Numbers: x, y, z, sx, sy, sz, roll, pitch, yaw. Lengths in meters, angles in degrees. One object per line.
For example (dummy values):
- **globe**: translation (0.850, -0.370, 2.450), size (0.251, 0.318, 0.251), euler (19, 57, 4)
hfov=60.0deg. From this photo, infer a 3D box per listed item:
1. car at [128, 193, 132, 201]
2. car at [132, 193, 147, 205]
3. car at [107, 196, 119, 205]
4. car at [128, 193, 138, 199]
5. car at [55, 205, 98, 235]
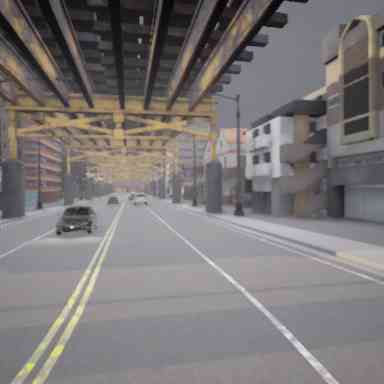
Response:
- **car**: translation (-13.309, 1.262, 75.653), size (1.994, 1.385, 4.181), euler (-1, 1, -11)
- **car**: translation (-8.998, 1.230, 58.249), size (2.150, 2.045, 5.566), euler (-1, 0, -11)
- **car**: translation (-14.104, 1.548, 59.680), size (1.837, 1.490, 4.892), euler (-1, 1, -10)
- **car**: translation (-16.292, 1.005, 91.394), size (1.882, 1.535, 5.008), euler (-1, 1, -21)
- **car**: translation (-6.579, 1.562, 19.349), size (1.837, 1.490, 4.892), euler (-1, 0, -11)
